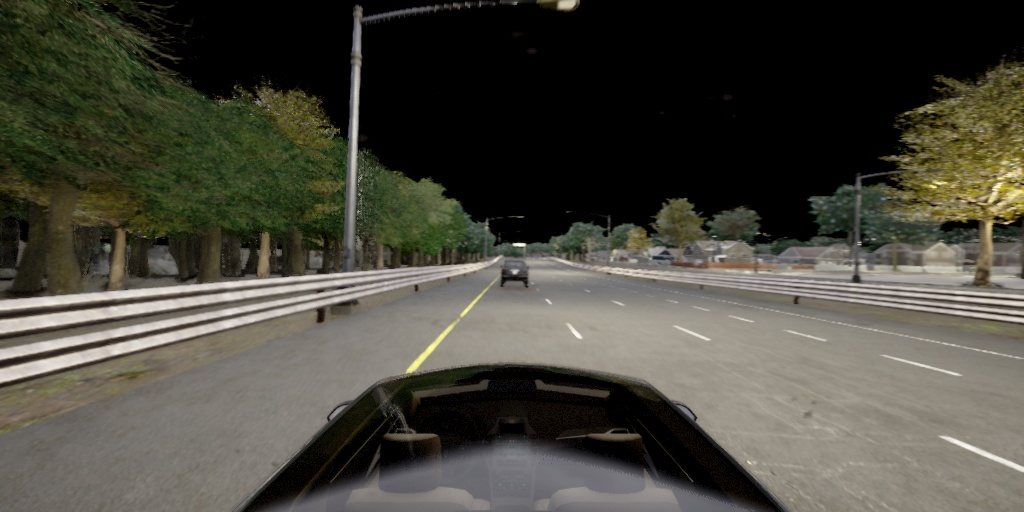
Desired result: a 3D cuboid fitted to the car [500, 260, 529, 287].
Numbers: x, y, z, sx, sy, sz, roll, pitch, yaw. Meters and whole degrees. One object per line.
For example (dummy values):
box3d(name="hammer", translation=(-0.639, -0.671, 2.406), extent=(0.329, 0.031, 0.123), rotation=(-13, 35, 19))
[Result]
box3d(name="car", translation=(0.203, 1.324, 28.780), extent=(2.150, 2.045, 5.566), rotation=(2, -1, 0))
